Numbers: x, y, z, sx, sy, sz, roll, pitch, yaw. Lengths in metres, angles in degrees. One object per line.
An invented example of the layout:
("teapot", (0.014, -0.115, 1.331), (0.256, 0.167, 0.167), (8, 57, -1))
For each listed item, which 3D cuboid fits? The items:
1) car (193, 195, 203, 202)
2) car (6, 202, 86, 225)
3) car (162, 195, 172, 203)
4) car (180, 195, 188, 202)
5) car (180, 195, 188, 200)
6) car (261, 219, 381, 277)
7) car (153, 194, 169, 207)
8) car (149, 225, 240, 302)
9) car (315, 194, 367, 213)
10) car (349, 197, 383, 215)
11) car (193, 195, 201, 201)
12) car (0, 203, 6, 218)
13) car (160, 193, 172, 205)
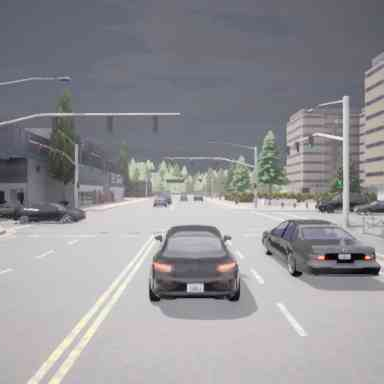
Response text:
("car", (1.567, 1.458, 78.649), (1.882, 1.535, 5.008), (0, 0, -1))
("car", (-10.151, 1.501, 23.833), (4.892, 1.490, 1.837), (-1, 0, -2))
("car", (-5.217, 1.483, 70.171), (1.837, 1.490, 4.892), (0, 0, -1))
("car", (-1.920, 1.514, 78.079), (2.033, 1.411, 5.357), (0, 0, -1))
("car", (-2.194, 1.445, 88.714), (1.994, 1.385, 4.181), (0, 0, -1))
("car", (3.533, 1.545, 10.216), (2.033, 1.411, 5.357), (0, 0, 0))
("car", (-4.781, 1.513, 50.385), (1.812, 1.442, 4.674), (0, 0, -2))
("car", (0.036, 1.524, 8.159), (1.812, 1.442, 4.674), (0, 0, -1))
("car", (16.285, 1.213, 35.943), (5.566, 2.045, 2.150), (0, 0, -2))
("car", (18.221, 1.518, 32.475), (4.674, 1.442, 1.812), (0, 0, -2))
("car", (1.305, 1.478, 88.787), (1.837, 1.490, 4.892), (0, 0, -1))
("car", (-14.994, 1.557, 27.220), (4.181, 1.385, 1.994), (0, 0, -3))
("car", (-5.018, 1.207, 59.812), (2.150, 2.045, 5.566), (0, 0, -1))
